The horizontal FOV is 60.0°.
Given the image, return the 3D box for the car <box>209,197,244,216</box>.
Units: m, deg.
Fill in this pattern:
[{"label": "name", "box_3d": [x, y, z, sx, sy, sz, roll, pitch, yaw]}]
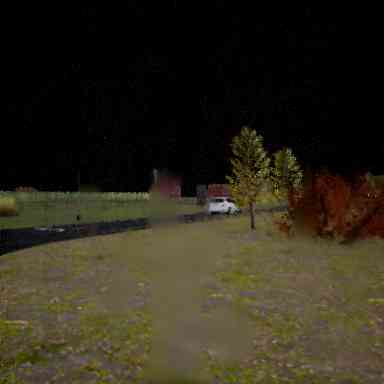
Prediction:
[{"label": "car", "box_3d": [4.030, 1.619, 38.356, 2.150, 2.045, 5.566, -2, -2, 32]}]
